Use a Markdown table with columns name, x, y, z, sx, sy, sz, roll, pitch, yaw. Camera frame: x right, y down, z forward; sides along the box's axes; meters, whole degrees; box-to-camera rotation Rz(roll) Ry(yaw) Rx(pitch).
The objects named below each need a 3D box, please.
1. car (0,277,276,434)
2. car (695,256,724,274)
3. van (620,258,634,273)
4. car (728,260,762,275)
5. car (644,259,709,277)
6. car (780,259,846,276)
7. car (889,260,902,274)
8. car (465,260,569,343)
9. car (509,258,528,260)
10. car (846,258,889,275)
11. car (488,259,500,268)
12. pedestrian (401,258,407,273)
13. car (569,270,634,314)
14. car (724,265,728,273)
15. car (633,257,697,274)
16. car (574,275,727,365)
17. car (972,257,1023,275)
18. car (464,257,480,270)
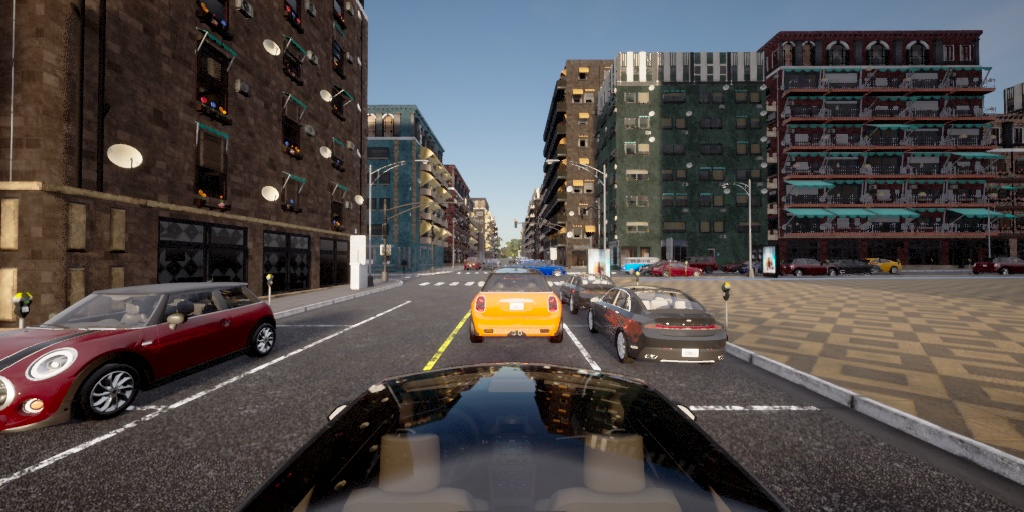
| name | x | y | z | sx | sy | sz | roll | pitch | yaw |
| --- | --- | --- | --- | --- | --- | --- | --- | --- | --- |
| car | -5.818 | 1.191 | 5.635 | 1.967 | 1.591 | 4.097 | 0 | 0 | 0 |
| car | 19.307 | 0.977 | 38.401 | 5.009 | 1.841 | 2.192 | 0 | 0 | 0 |
| van | 13.780 | 1.046 | 38.442 | 3.998 | 1.789 | 1.690 | 0 | 0 | 0 |
| car | 25.160 | 1.126 | 35.778 | 5.357 | 1.411 | 2.033 | 0 | -1 | 0 |
| car | 13.715 | 1.162 | 30.062 | 4.207 | 1.307 | 1.802 | 0 | 0 | 0 |
| car | 24.770 | 0.935 | 29.980 | 4.097 | 1.591 | 1.967 | 0 | 0 | 0 |
| car | 35.609 | 0.978 | 35.691 | 5.008 | 1.535 | 1.882 | 0 | -1 | 0 |
| car | 0.100 | 1.104 | 9.848 | 2.097 | 1.767 | 4.553 | 0 | 0 | 0 |
| car | 2.429 | 1.184 | 32.750 | 5.008 | 1.535 | 1.882 | 0 | -1 | 0 |
| car | 30.544 | 0.995 | 32.540 | 4.892 | 1.490 | 1.837 | 0 | -1 | 0 |
| car | -3.064 | 1.298 | 60.920 | 1.812 | 1.442 | 4.674 | 0 | 0 | 0 |
| pedestrian | -12.519 | 1.097 | 41.600 | 0.375 | 1.860 | 0.375 | 0 | 0 | 0 |
| car | 2.823 | 1.304 | 13.438 | 2.007 | 1.370 | 4.403 | 0 | 0 | 0 |
| car | 24.835 | 1.165 | 38.360 | 4.507 | 1.381 | 1.888 | 0 | 0 | 0 |
| car | 15.210 | 1.147 | 35.852 | 4.902 | 1.511 | 2.128 | 0 | -1 | 0 |
| car | 2.822 | 1.302 | 7.868 | 2.007 | 1.370 | 4.403 | 0 | 0 | 0 |
| car | 41.352 | 0.811 | 29.856 | 4.097 | 1.591 | 1.967 | 0 | 0 | 0 |
| car | -5.676 | 1.083 | 51.673 | 2.192 | 1.841 | 5.009 | 0 | 0 | 0 |
